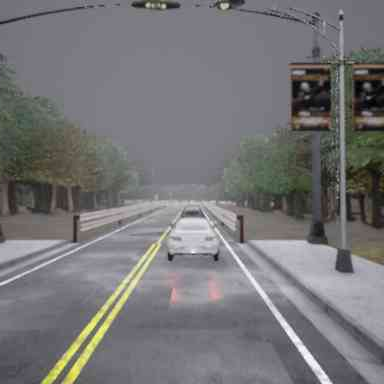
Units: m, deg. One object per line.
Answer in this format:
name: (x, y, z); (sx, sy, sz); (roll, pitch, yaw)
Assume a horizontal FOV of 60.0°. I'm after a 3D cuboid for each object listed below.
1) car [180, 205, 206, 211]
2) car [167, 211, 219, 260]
car: (0.049, 1.866, 27.373); (1.837, 1.490, 4.892); (0, 0, 1)
car: (0.059, 1.698, 13.082); (1.812, 1.442, 4.674); (0, -1, 1)
